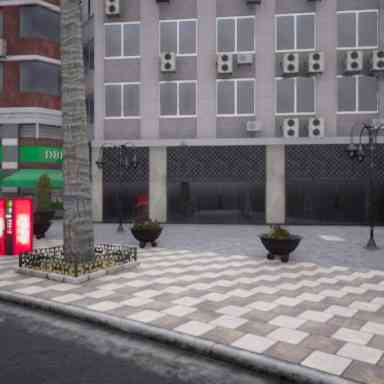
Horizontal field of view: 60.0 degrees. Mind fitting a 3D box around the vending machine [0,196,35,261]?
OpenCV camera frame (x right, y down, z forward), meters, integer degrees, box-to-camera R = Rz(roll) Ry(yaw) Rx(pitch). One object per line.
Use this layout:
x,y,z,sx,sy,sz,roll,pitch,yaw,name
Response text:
-6.203,1.194,11.454,0.880,2.100,1.100,0,0,23,vending machine
